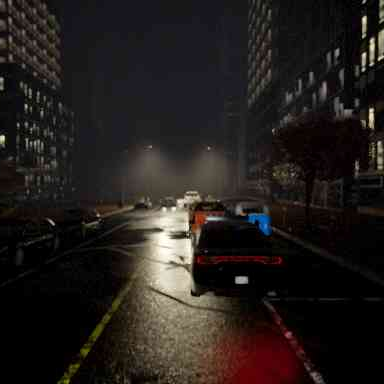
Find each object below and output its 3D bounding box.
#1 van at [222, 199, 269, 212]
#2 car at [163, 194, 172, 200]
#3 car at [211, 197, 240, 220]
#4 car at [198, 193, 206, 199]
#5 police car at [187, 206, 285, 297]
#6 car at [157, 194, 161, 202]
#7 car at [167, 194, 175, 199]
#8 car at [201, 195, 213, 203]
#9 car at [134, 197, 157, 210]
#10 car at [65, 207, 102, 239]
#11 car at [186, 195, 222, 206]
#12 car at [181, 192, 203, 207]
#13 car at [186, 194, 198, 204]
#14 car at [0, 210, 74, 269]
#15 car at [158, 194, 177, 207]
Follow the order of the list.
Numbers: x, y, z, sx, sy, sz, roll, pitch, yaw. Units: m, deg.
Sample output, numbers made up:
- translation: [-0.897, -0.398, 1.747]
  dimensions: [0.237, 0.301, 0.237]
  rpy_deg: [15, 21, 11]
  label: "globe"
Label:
- translation: [2.673, 1.259, 16.383]
  dimensions: [1.690, 1.788, 3.998]
  rpy_deg: [-1, 0, 0]
  label: "van"
- translation: [-5.708, 1.199, 78.257]
  dimensions: [1.887, 1.381, 4.507]
  rpy_deg: [-1, 0, 0]
  label: "car"
- translation: [2.674, 1.306, 27.633]
  dimensions: [1.967, 1.590, 4.097]
  rpy_deg: [-1, 0, 0]
  label: "car"
- translation: [2.671, 1.137, 89.677]
  dimensions: [1.752, 1.417, 4.829]
  rpy_deg: [-1, 0, 0]
  label: "car"
- translation: [0.899, 1.381, 8.618]
  dimensions: [1.930, 1.638, 5.238]
  rpy_deg: [0, 0, 0]
  label: "police car"
- translation: [-5.709, 1.160, 61.382]
  dimensions: [1.967, 1.590, 4.097]
  rpy_deg: [-1, 0, 0]
  label: "car"
- translation: [-5.708, 1.194, 89.507]
  dimensions: [1.802, 1.307, 4.206]
  rpy_deg: [-1, 0, 0]
  label: "car"
- translation: [2.674, 1.286, 61.383]
  dimensions: [1.947, 1.339, 4.313]
  rpy_deg: [-1, 0, 0]
  label: "car"
- translation: [-5.705, 1.366, 38.882]
  dimensions: [2.008, 1.369, 4.403]
  rpy_deg: [-1, 0, 0]
  label: "car"
- translation: [-5.703, 1.469, 16.383]
  dimensions: [2.008, 1.369, 4.403]
  rpy_deg: [-1, 0, 0]
  label: "car"
- translation: [0.888, 1.260, 18.481]
  dimensions: [2.097, 1.767, 4.553]
  rpy_deg: [0, 0, 0]
  label: "car"
- translation: [0.020, 1.010, 45.608]
  dimensions: [2.150, 2.045, 5.566]
  rpy_deg: [0, 1, 0]
  label: "car"
- translation: [-0.003, 1.209, 58.545]
  dimensions: [1.882, 1.535, 5.008]
  rpy_deg: [0, 0, 0]
  label: "car"
- translation: [-5.702, 1.496, 10.759]
  dimensions: [2.008, 1.369, 4.403]
  rpy_deg: [-1, 0, 0]
  label: "car"
- translation: [-3.023, 1.352, 45.111]
  dimensions: [1.994, 1.385, 4.181]
  rpy_deg: [0, 0, 1]
  label: "car"
